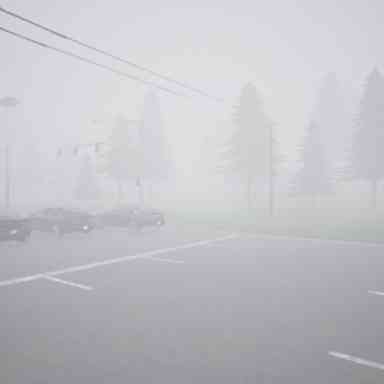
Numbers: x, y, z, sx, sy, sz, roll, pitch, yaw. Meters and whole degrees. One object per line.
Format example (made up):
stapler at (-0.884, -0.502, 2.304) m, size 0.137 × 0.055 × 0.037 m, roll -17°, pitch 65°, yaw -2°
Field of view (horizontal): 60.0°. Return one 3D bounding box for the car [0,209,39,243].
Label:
car at (-9.202, 1.462, 14.857) m, size 5.008 × 1.535 × 1.882 m, roll 0°, pitch 0°, yaw 36°

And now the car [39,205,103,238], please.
car at (-7.192, 1.489, 17.724) m, size 4.892 × 1.490 × 1.837 m, roll 0°, pitch 0°, yaw 36°

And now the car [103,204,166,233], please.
car at (-3.778, 1.478, 19.587) m, size 4.902 × 1.511 × 2.128 m, roll 0°, pitch 0°, yaw 36°
